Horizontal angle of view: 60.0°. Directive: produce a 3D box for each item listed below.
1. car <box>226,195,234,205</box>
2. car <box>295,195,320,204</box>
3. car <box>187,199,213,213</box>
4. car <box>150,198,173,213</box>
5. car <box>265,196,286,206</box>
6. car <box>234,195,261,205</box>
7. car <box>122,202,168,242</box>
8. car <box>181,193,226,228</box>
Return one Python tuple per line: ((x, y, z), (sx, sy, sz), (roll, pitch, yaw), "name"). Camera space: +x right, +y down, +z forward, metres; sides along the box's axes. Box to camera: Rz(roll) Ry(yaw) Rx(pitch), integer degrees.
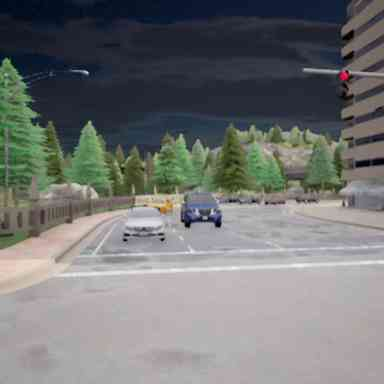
((5.802, 1.270, 54.189), (2.128, 1.511, 4.902), (0, 0, 37), "car")
((20.240, 1.245, 58.197), (4.902, 1.511, 2.128), (0, 0, -31), "car")
((0.949, 1.445, 35.699), (1.895, 1.301, 4.718), (0, 0, 13), "car")
((-3.102, 1.339, 31.724), (1.882, 1.535, 5.008), (0, 0, 7), "car")
((12.938, 1.346, 51.408), (1.994, 1.385, 4.181), (0, 0, 41), "car")
((9.254, 1.272, 52.998), (2.128, 1.511, 4.902), (0, 0, 39), "car")
((-2.285, 1.441, 16.024), (1.812, 1.442, 4.674), (0, 1, -7), "car")
((0.470, 1.115, 21.645), (2.150, 2.045, 5.566), (0, 0, -6), "car")
